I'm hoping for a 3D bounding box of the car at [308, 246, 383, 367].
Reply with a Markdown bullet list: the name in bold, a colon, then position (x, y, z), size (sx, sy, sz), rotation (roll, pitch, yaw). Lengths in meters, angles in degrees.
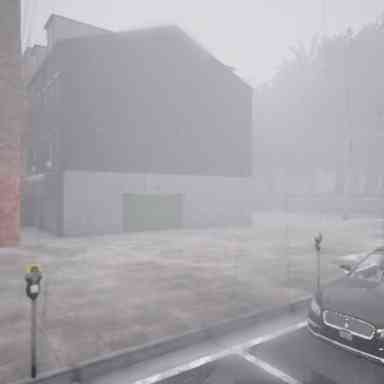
- **car**: position (3.714, 1.570, 5.460), size (4.403, 1.369, 2.008), rotation (0, 0, -35)
